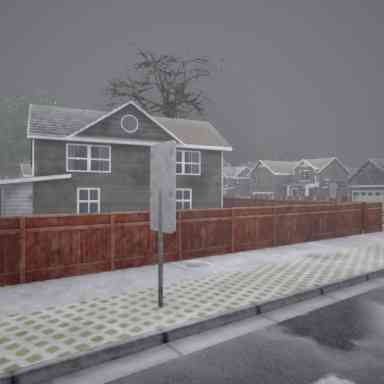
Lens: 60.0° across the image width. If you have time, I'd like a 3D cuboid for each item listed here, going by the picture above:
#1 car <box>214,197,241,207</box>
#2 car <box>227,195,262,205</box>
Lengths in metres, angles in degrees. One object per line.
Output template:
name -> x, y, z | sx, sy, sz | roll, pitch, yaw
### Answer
car -> 5.309, 1.435, 50.306 | 1.895, 1.301, 4.718 | 0, 0, -27
car -> 6.642, 1.211, 40.969 | 2.097, 1.767, 4.553 | 0, 0, -26
